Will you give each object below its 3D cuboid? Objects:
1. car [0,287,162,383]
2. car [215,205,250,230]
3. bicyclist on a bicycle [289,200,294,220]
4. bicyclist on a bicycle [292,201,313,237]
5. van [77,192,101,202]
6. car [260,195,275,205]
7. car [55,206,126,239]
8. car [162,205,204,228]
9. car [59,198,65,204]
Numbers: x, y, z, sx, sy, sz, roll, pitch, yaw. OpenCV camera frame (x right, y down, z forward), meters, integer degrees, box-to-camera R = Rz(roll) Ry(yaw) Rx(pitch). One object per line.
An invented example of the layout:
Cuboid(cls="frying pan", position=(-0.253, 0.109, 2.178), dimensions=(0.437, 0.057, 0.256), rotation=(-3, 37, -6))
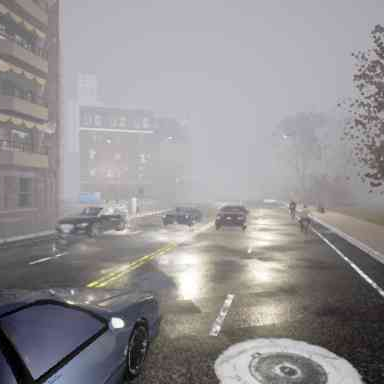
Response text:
Cuboid(cls="car", position=(-1.915, 1.547, 2.643), dimensions=(2.033, 1.411, 5.357), rotation=(0, 0, 14))
Cuboid(cls="car", position=(2.666, 1.543, 21.314), dimensions=(2.033, 1.411, 5.357), rotation=(0, 0, 13))
Cuboid(cls="bicyclist on a bicycle", position=(7.832, 1.444, 25.837), dimensions=(0.582, 1.620, 1.656), rotation=(0, 0, 13))
Cuboid(cls="bicyclist on a bicycle", position=(5.820, 1.430, 17.167), dimensions=(0.866, 1.612, 1.509), rotation=(0, 2, 14))
Cuboid(cls="van", position=(-18.022, 0.885, 58.494), dimensions=(3.998, 1.788, 1.690), rotation=(1, -1, -18))
Cuboid(cls="car", position=(13.263, 1.570, 57.257), dimensions=(1.895, 1.301, 4.718), rotation=(0, 0, 10))
Cuboid(cls="car", position=(-5.131, 1.491, 17.424), dimensions=(2.128, 1.511, 4.902), rotation=(0, 0, 13))
Cuboid(cls="car", position=(-0.546, 1.597, 22.727), dimensions=(1.895, 1.301, 4.718), rotation=(0, 0, 13))
Cuboid(cls="car", position=(-20.844, 1.109, 48.736), dimensions=(4.206, 1.307, 1.802), rotation=(1, -1, -18))
